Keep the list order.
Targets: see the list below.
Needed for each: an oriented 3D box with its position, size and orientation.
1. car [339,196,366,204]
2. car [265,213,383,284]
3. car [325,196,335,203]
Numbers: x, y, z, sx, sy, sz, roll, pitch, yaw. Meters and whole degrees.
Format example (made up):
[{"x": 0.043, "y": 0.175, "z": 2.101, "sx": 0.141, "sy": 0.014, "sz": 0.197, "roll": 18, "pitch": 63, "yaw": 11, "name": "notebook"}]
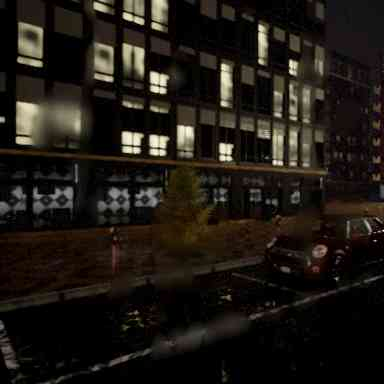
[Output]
[{"x": 26.733, "y": 1.344, "z": 55.522, "sx": 1.802, "sy": 1.307, "sz": 4.206, "roll": 0, "pitch": 0, "yaw": -35, "name": "car"}, {"x": 3.936, "y": 1.369, "z": 9.346, "sx": 4.097, "sy": 1.590, "sz": 1.967, "roll": -1, "pitch": 1, "yaw": -35, "name": "car"}, {"x": 23.463, "y": 1.336, "z": 60.155, "sx": 1.887, "sy": 1.381, "sz": 4.507, "roll": 0, "pitch": 0, "yaw": -35, "name": "car"}]
